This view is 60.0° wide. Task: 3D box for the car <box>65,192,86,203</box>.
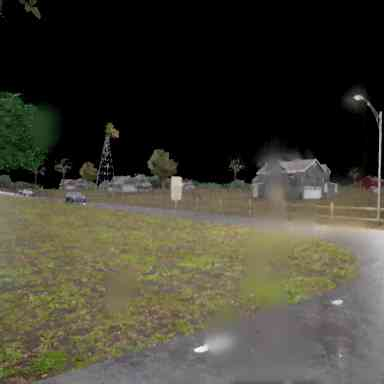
[{"bbox_3d":[-18.101,0.747,51.591,2.097,1.767,4.553,2,-1,-36],"label":"car"}]
